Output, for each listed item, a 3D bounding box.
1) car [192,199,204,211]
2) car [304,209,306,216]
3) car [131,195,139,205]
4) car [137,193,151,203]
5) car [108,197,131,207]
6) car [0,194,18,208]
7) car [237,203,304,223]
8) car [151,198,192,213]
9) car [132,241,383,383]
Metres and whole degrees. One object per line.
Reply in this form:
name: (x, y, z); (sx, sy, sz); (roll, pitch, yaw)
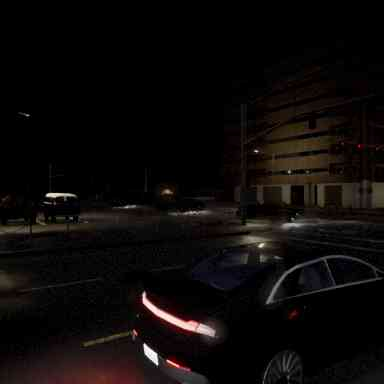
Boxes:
car: (-0.405, 1.561, 42.008); (1.837, 1.490, 4.892); (0, 0, -34)
car: (7.842, 1.656, 29.923); (1.895, 1.301, 4.718); (0, 0, -34)
car: (-11.661, 1.620, 58.612); (1.994, 1.385, 4.181); (0, 0, -34)
car: (-10.459, 1.277, 69.482); (2.150, 2.045, 5.566); (0, 0, -34)
car: (-11.841, 1.581, 52.609); (1.812, 1.442, 4.674); (0, 0, -34)
car: (-31.448, 1.209, 56.535); (1.932, 1.855, 4.605); (0, 0, -34)
car: (5.888, 1.602, 26.579); (2.033, 1.411, 5.357); (0, 0, -34)
car: (-2.514, 1.533, 38.886); (1.882, 1.535, 5.008); (0, 0, -34)
car: (1.573, 1.492, 4.865); (4.902, 1.511, 2.128); (0, 0, -34)
